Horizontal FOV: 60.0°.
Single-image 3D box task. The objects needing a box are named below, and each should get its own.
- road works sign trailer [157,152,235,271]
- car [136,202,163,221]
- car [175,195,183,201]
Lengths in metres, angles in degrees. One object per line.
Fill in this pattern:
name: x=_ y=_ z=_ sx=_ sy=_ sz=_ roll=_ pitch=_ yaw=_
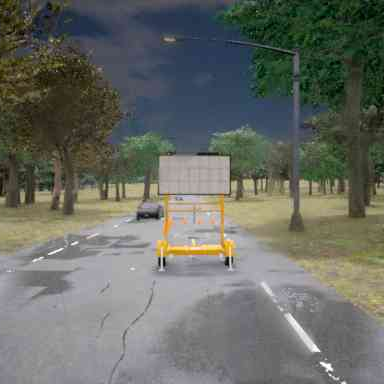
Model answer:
road works sign trailer: x=0.076 y=0.500 z=11.019 sx=2.380 sy=3.560 sz=2.880 roll=0 pitch=0 yaw=-2
car: x=-3.575 y=1.593 z=28.682 sx=1.882 sy=1.535 sz=5.008 roll=0 pitch=0 yaw=0
car: x=-3.424 y=1.643 z=86.822 sx=2.128 sy=1.511 sz=4.902 roll=0 pitch=0 yaw=0
